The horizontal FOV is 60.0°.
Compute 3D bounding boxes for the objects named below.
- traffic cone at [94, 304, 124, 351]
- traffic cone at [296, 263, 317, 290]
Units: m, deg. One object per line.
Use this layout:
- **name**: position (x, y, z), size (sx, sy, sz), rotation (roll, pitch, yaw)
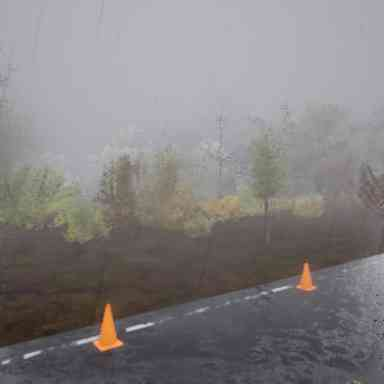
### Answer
- **traffic cone**: position (-1.242, 1.969, 4.949), size (0.340, 0.580, 0.340), rotation (0, 0, -36)
- **traffic cone**: position (2.721, 1.981, 7.906), size (0.340, 0.580, 0.340), rotation (0, 0, -37)
